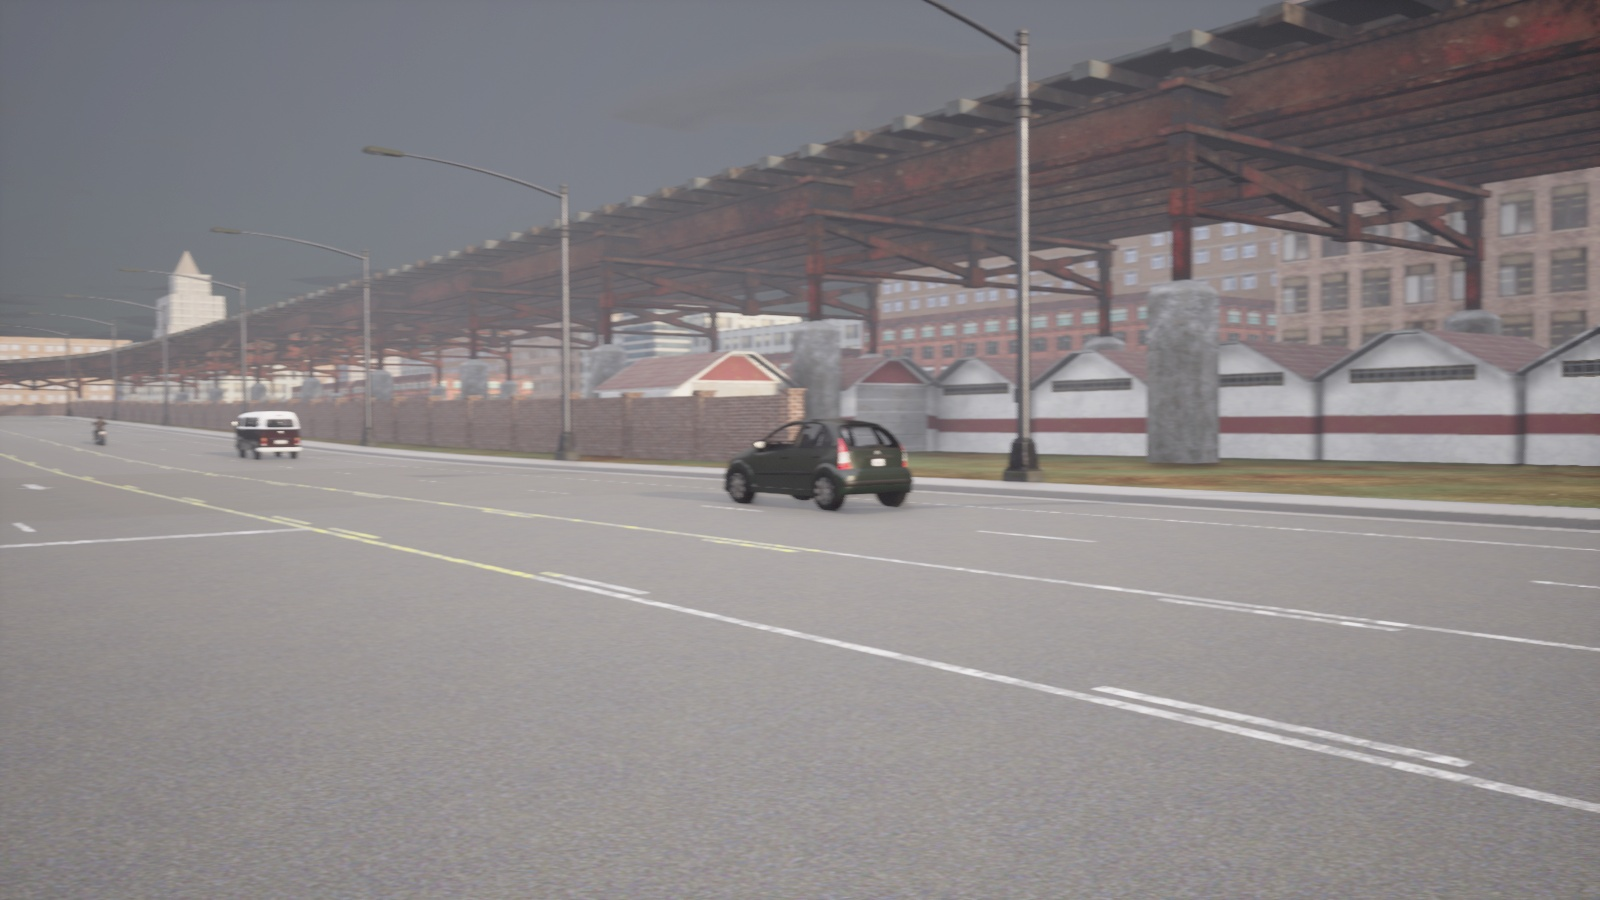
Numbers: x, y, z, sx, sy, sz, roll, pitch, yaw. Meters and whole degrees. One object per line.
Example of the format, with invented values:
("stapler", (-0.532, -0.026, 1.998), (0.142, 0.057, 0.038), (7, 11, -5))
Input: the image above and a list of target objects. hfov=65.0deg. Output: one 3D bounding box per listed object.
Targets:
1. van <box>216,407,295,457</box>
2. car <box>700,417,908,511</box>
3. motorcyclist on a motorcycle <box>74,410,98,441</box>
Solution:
("van", (-23.504, -0.818, 54.116), (2.069, 2.038, 4.480), (-1, 2, -38))
("car", (-0.013, 0.188, 23.589), (1.851, 1.617, 3.988), (-1, 2, -38))
("motorcyclist on a motorcycle", (-38.835, -1.328, 68.300), (0.766, 1.649, 2.350), (-1, 3, -38))
